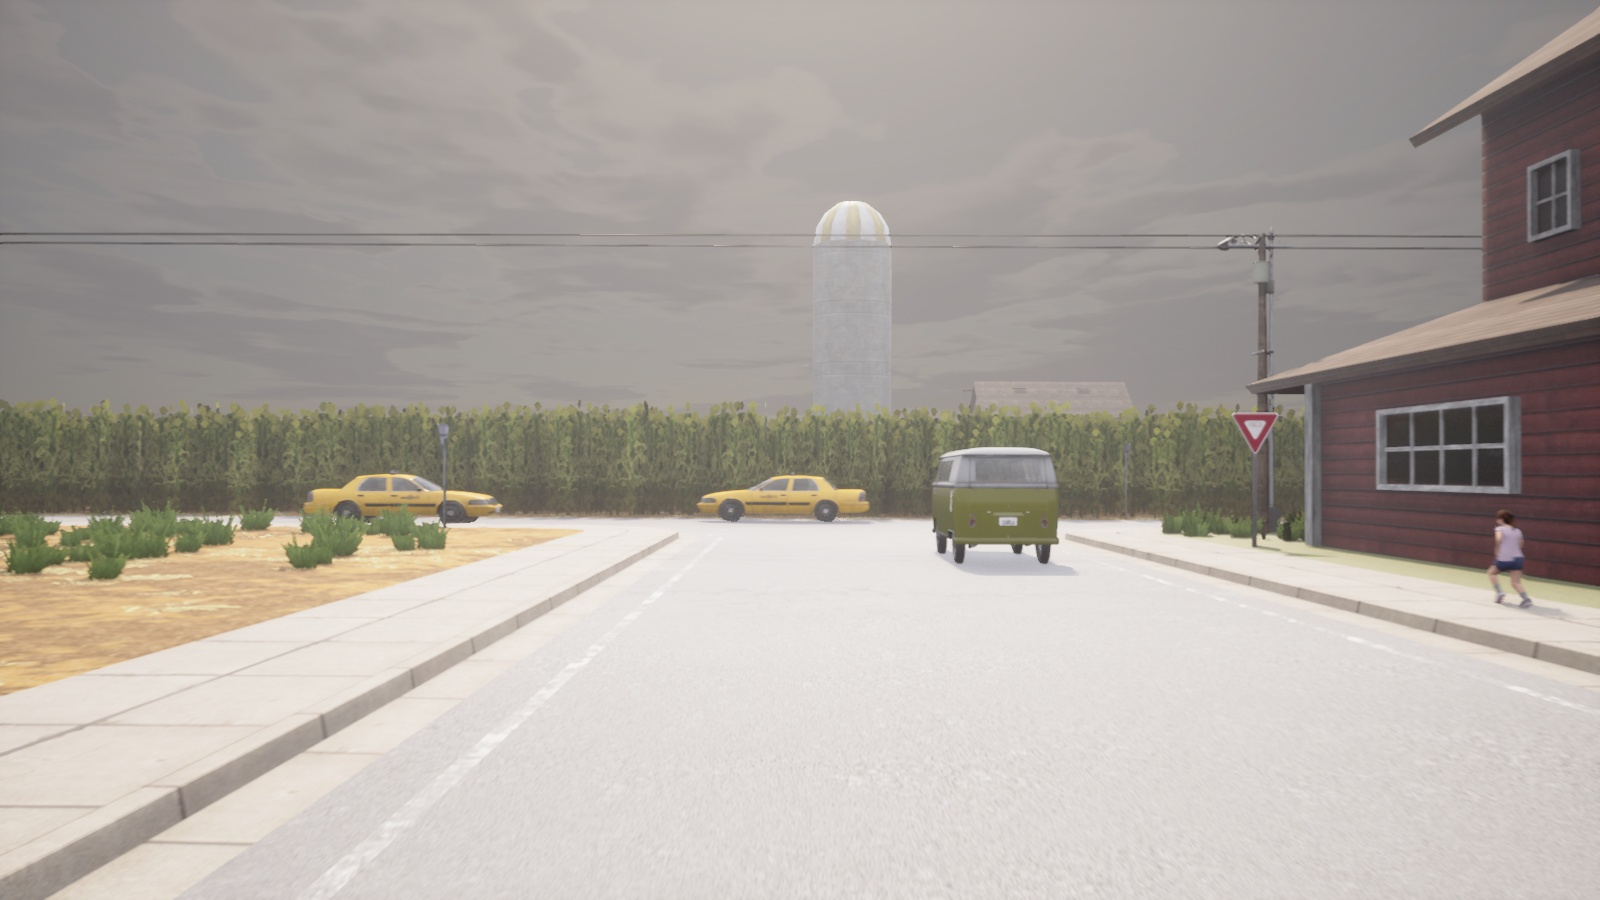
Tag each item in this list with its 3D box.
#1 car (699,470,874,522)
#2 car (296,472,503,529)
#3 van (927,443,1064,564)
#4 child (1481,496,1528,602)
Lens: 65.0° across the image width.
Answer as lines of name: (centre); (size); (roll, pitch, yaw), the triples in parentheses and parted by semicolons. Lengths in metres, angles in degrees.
car: (-0.401, 1.444, 39.542); (5.366, 1.575, 1.801); (0, -1, 1)
car: (-11.468, 1.432, 36.181); (5.366, 1.575, 1.801); (0, -1, 1)
van: (3.443, 0.934, 22.898); (1.775, 1.987, 4.442); (0, -1, 0)
child: (7.562, 1.052, 13.484); (0.255, 1.110, 0.394); (0, -1, -2)
